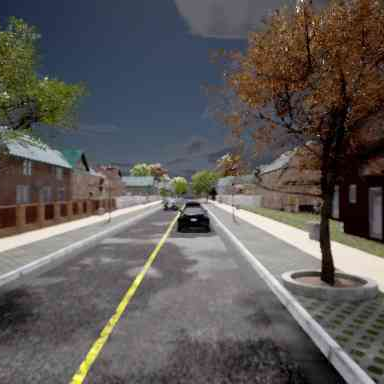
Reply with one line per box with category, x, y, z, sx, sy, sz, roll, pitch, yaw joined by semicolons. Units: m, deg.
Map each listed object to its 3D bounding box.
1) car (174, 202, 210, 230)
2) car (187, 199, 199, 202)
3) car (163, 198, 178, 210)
car;0.105;1.588;21.311;1.994;1.385;4.181;0;0;0
car;0.110;1.575;39.313;1.837;1.490;4.892;0;0;0
car;-2.742;1.580;43.623;2.128;1.511;4.902;0;0;0
